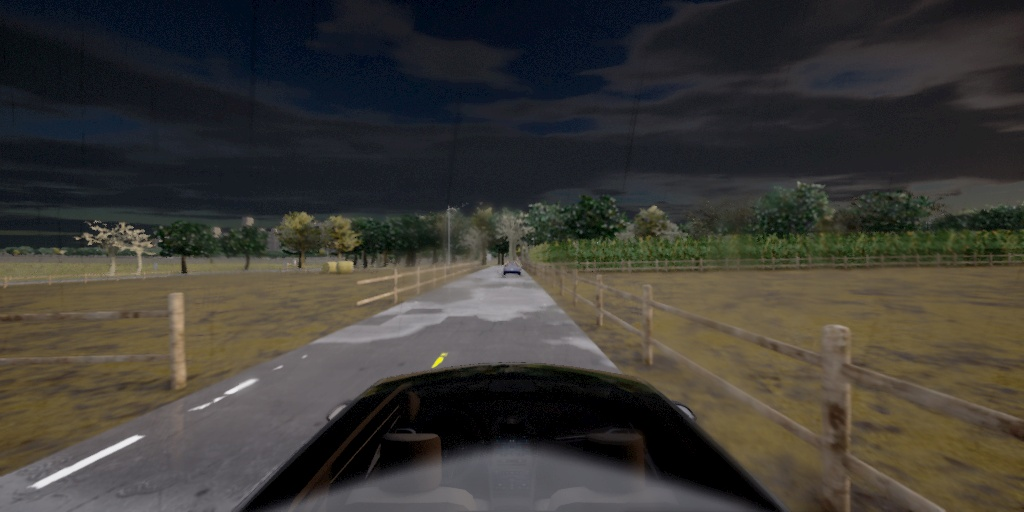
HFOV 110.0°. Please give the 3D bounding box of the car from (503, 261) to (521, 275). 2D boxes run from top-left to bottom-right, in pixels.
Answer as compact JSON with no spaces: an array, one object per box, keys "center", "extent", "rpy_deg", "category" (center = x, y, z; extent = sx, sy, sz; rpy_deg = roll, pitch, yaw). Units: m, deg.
[{"center":[0.007,1.385,39.512],"extent":[1.994,1.385,4.181],"rpy_deg":[0,0,0],"category":"car"}]
